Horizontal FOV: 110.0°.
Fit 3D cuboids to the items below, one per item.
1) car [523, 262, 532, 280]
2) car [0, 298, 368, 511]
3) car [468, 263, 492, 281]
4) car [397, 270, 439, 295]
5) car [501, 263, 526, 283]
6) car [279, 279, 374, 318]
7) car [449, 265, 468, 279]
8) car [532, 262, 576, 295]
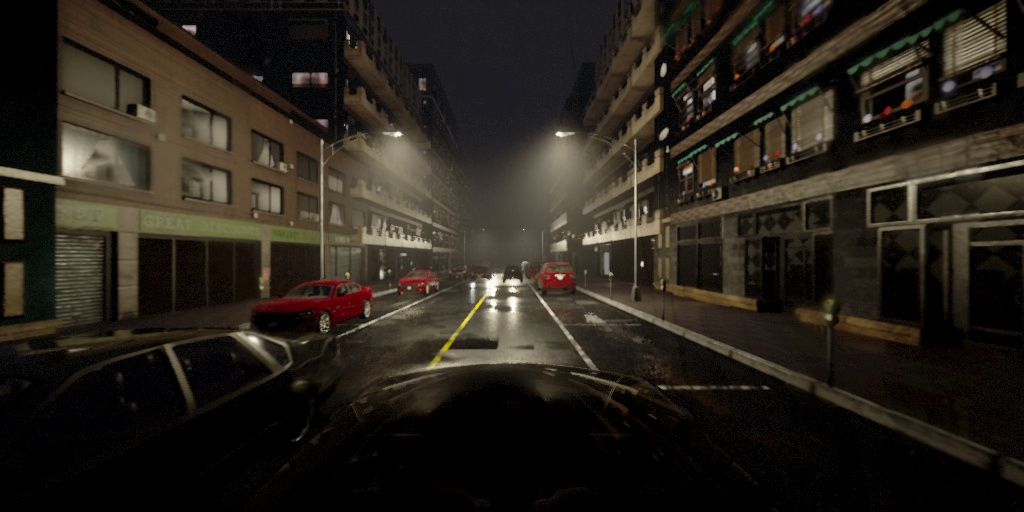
[{"bbox_3d":[2.671,1.570,39.211,2.192,1.841,5.009,0,0,0],"label":"car"},{"bbox_3d":[-3.136,1.308,2.474,2.033,1.411,5.357,0,-1,0],"label":"car"},{"bbox_3d":[-3.116,1.746,36.687,1.812,1.442,4.674,0,-1,0],"label":"car"},{"bbox_3d":[-5.702,1.567,22.158,1.888,1.381,4.507,0,0,0],"label":"car"},{"bbox_3d":[0.081,1.684,33.714,1.837,1.490,4.892,0,-1,0],"label":"car"},{"bbox_3d":[-5.697,1.414,10.789,1.888,1.381,4.507,0,0,0],"label":"car"},{"bbox_3d":[-5.710,1.695,39.210,1.967,1.591,4.097,0,0,0],"label":"car"},{"bbox_3d":[2.679,1.337,22.159,2.192,1.841,5.009,0,0,0],"label":"car"}]
